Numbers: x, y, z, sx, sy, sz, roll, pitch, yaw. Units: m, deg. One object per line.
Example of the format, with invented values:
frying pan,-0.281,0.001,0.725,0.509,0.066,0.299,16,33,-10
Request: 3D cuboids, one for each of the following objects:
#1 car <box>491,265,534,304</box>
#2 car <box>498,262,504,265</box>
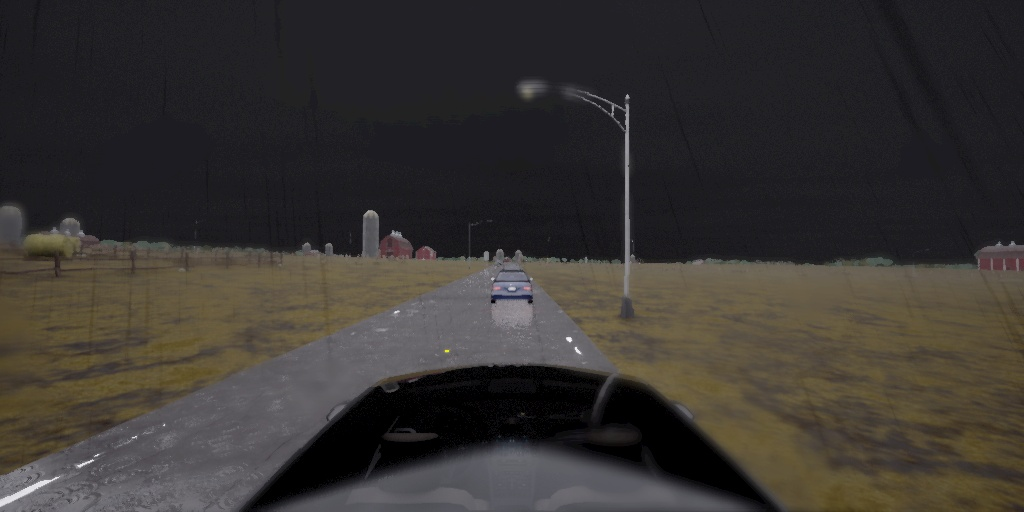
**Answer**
car,0.000,1.333,16.505,2.033,1.411,5.357,0,0,0
car,0.000,1.438,31.540,1.895,1.301,4.718,0,0,0
